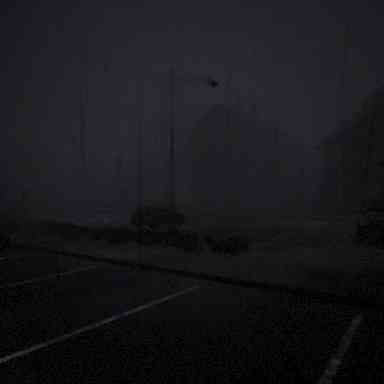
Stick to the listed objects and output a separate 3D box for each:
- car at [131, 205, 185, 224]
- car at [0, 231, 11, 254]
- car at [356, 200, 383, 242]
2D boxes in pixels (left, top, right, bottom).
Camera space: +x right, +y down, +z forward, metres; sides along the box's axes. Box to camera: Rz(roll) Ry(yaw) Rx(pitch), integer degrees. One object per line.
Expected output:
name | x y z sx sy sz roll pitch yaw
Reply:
car | -2.280 1.650 23.008 1.816 1.474 4.193 -1 0 36
car | -8.758 1.654 11.829 1.784 1.438 3.905 -1 0 36
car | 9.038 1.329 15.666 1.905 1.878 3.866 -1 0 36
